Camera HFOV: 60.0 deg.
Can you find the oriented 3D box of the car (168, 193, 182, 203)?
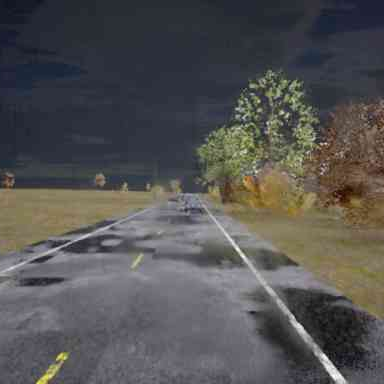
[{"bbox_3d":[-3.476,1.323,62.292,2.033,1.411,5.357,0,0,1],"label":"car"}]

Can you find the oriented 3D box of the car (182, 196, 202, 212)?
[{"bbox_3d":[0.131,1.416,36.034,2.033,1.411,5.357,0,0,-1],"label":"car"}]
